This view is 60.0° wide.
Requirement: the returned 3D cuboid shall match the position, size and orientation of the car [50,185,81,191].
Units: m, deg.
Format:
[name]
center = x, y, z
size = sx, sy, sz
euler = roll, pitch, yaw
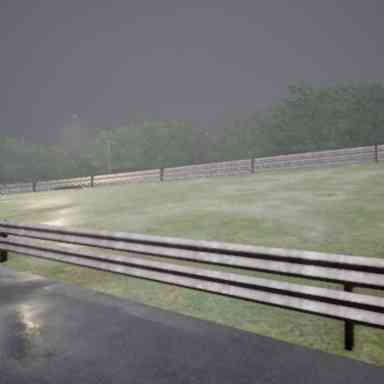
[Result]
[car]
center = -19.380, -0.600, 50.779
size = 4.718, 1.301, 1.895
euler = -4, -2, 24
